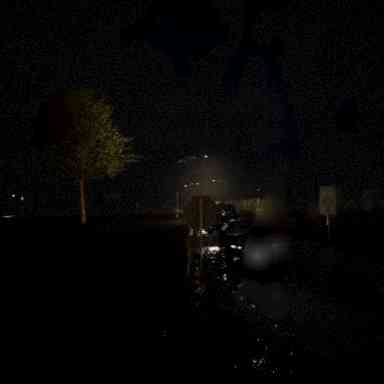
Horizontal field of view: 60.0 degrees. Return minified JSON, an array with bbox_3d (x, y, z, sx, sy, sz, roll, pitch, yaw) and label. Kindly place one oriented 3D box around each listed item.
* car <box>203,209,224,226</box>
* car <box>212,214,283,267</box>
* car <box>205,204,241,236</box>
[{"bbox_3d":[2.059,2.497,33.563,1.812,1.442,4.674,-1,-2,0],"label":"car"},{"bbox_3d":[2.073,1.801,12.674,2.128,1.511,4.902,-1,-2,1],"label":"car"},{"bbox_3d":[2.076,1.860,23.366,2.150,2.045,5.566,-1,-2,-1],"label":"car"}]
